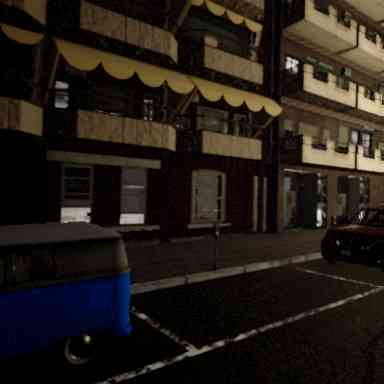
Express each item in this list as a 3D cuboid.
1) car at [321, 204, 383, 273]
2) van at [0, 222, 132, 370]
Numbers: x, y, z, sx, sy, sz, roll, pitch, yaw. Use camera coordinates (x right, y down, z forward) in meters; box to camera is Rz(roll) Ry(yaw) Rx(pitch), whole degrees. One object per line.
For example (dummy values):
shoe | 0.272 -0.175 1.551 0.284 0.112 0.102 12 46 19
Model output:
car | 6.258 1.351 10.550 5.009 1.841 2.192 0 1 -36
van | -2.739 1.342 4.117 3.998 1.788 1.690 0 1 -36
